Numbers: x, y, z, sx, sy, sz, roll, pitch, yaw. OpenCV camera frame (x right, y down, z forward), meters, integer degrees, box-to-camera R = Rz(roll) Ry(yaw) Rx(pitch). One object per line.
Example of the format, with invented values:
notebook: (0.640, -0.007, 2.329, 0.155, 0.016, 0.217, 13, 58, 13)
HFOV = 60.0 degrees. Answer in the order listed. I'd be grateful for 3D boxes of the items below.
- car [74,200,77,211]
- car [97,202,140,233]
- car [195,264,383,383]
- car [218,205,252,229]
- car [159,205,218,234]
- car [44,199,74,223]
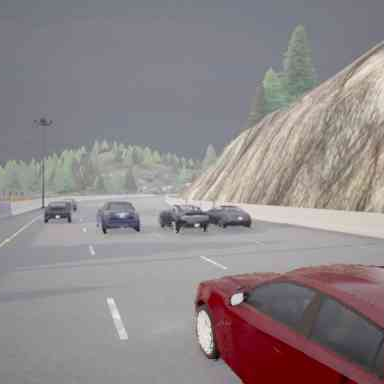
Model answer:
car: (-14.723, 1.524, 39.612, 1.812, 1.442, 4.674, 0, 0, -16)
car: (-4.558, 1.352, 20.128, 2.097, 1.767, 4.553, 0, 0, -20)
car: (1.589, 1.477, 3.302, 1.882, 1.535, 5.008, 0, 0, -20)
car: (2.219, 1.563, 21.974, 1.994, 1.385, 4.181, 0, 0, -20)
car: (-0.589, 1.490, 19.462, 2.128, 1.511, 4.902, 0, 0, -20)
car: (-10.368, 1.503, 25.926, 1.837, 1.490, 4.892, 0, 0, -20)
